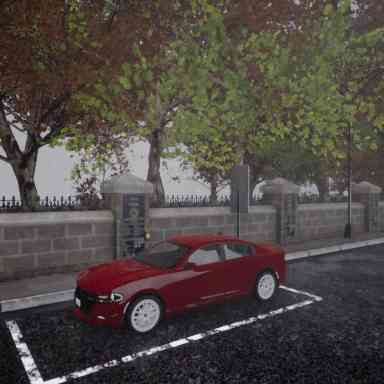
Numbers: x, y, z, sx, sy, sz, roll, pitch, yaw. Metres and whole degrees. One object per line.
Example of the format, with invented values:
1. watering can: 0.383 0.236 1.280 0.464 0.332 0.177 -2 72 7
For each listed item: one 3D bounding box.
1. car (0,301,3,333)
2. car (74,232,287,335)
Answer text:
1. car: -4.500 1.551 3.446 4.403 1.369 2.008 0 0 -35
2. car: -0.018 1.545 6.702 4.507 1.381 1.887 0 0 -35
